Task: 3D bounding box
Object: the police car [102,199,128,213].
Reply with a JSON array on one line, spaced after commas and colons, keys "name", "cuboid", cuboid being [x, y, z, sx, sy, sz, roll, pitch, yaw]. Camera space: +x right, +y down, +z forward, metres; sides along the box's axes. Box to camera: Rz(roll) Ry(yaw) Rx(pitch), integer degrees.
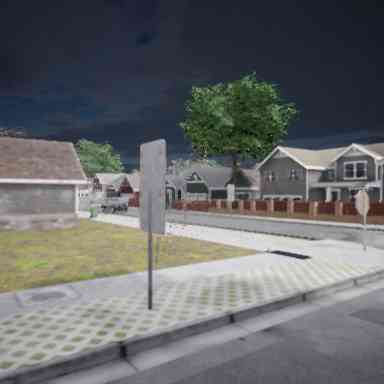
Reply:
[{"name": "police car", "cuboid": [-9.515, 1.689, 41.033, 1.930, 1.638, 5.238, 0, 0, -35]}]
